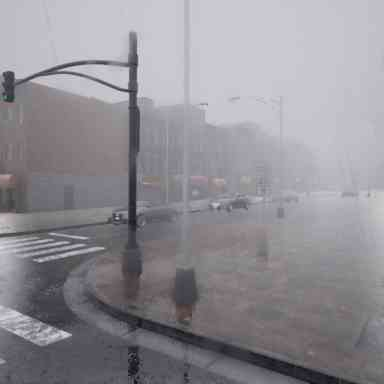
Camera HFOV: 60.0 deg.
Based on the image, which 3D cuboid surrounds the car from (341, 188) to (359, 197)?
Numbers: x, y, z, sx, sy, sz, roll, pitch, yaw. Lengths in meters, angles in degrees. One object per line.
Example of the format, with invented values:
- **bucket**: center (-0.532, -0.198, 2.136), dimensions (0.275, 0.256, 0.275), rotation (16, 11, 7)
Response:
- **car**: center (24.996, 0.090, 52.515), dimensions (2.033, 1.411, 5.357), rotation (0, 2, 35)

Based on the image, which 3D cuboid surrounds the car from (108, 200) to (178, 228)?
- **car**: center (-2.679, 1.128, 18.776), dimensions (1.994, 1.385, 4.181), rotation (0, 2, 36)

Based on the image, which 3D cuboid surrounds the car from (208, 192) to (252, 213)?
- **car**: center (3.151, 0.795, 26.958), dimensions (2.128, 1.511, 4.902), rotation (0, 2, 35)

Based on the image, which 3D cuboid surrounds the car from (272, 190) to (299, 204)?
- **car**: center (10.595, 0.512, 37.381), dimensions (1.812, 1.442, 4.674), rotation (0, 2, 36)
